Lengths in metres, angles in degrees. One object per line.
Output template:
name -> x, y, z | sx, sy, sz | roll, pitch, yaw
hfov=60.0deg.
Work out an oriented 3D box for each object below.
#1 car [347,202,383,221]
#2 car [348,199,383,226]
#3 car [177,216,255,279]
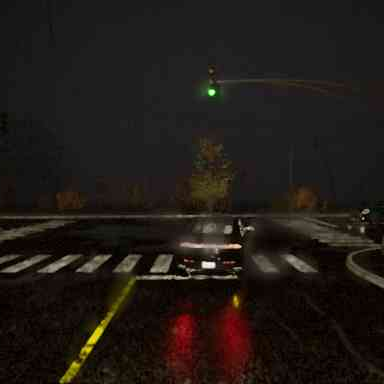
car -> 14.696, 1.440, 25.604 | 4.718, 1.301, 1.895 | 0, 1, -2
car -> 13.097, 1.242, 22.320 | 4.553, 1.767, 2.097 | 0, 1, -1
car -> 0.846, 1.493, 10.165 | 2.128, 1.511, 4.902 | 0, 0, 11
